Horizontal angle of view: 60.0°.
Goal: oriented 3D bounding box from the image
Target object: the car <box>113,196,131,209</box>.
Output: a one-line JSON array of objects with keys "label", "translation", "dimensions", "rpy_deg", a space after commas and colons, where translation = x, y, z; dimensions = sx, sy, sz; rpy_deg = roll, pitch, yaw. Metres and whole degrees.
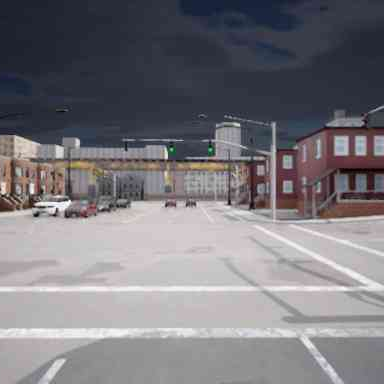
[{"label": "car", "translation": [-10.728, 1.796, 51.645], "dimensions": [1.882, 1.535, 5.008], "rpy_deg": [0, 0, 0]}]

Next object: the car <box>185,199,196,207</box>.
[{"label": "car", "translation": [-0.166, 1.884, 58.178], "dimensions": [1.812, 1.442, 4.674], "rpy_deg": [0, 0, 0]}]

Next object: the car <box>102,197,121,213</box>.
[{"label": "car", "translation": [-10.715, 1.747, 41.404], "dimensions": [2.128, 1.511, 4.902], "rpy_deg": [0, 0, 0]}]

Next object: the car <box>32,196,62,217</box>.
[{"label": "car", "translation": [-14.198, 1.433, 34.082], "dimensions": [2.150, 2.045, 5.566], "rpy_deg": [0, 0, 0]}]

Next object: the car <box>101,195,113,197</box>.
[{"label": "car", "translation": [-14.223, 1.563, 55.295], "dimensions": [2.150, 2.045, 5.566], "rpy_deg": [0, 0, 0]}]

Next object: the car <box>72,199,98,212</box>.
[{"label": "car", "translation": [-14.221, 1.753, 44.569], "dimensions": [1.882, 1.535, 5.008], "rpy_deg": [0, 0, 0]}]

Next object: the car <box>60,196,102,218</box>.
[{"label": "car", "translation": [-10.682, 1.552, 32.257], "dimensions": [2.097, 1.767, 4.553], "rpy_deg": [0, 0, 0]}]

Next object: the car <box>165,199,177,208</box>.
[{"label": "car", "translation": [-3.561, 1.873, 56.361], "dimensions": [1.812, 1.442, 4.674], "rpy_deg": [0, 0, 0]}]
